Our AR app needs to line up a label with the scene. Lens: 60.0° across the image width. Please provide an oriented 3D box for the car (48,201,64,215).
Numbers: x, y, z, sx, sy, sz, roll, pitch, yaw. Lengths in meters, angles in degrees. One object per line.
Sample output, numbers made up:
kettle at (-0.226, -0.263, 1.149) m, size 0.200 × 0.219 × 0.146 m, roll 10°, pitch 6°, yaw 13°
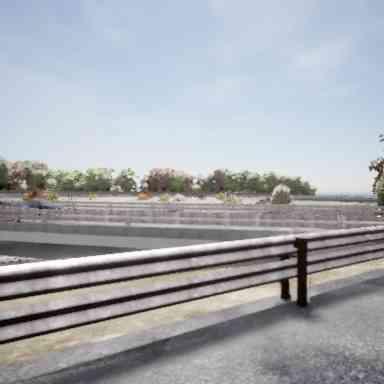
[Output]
car at (-15.305, 1.518, 33.804) m, size 5.008 × 1.535 × 1.882 m, roll 0°, pitch 0°, yaw 24°

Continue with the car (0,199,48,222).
car at (-13.874, 1.369, 25.612) m, size 4.892 × 1.490 × 1.837 m, roll 0°, pitch 0°, yaw 22°
